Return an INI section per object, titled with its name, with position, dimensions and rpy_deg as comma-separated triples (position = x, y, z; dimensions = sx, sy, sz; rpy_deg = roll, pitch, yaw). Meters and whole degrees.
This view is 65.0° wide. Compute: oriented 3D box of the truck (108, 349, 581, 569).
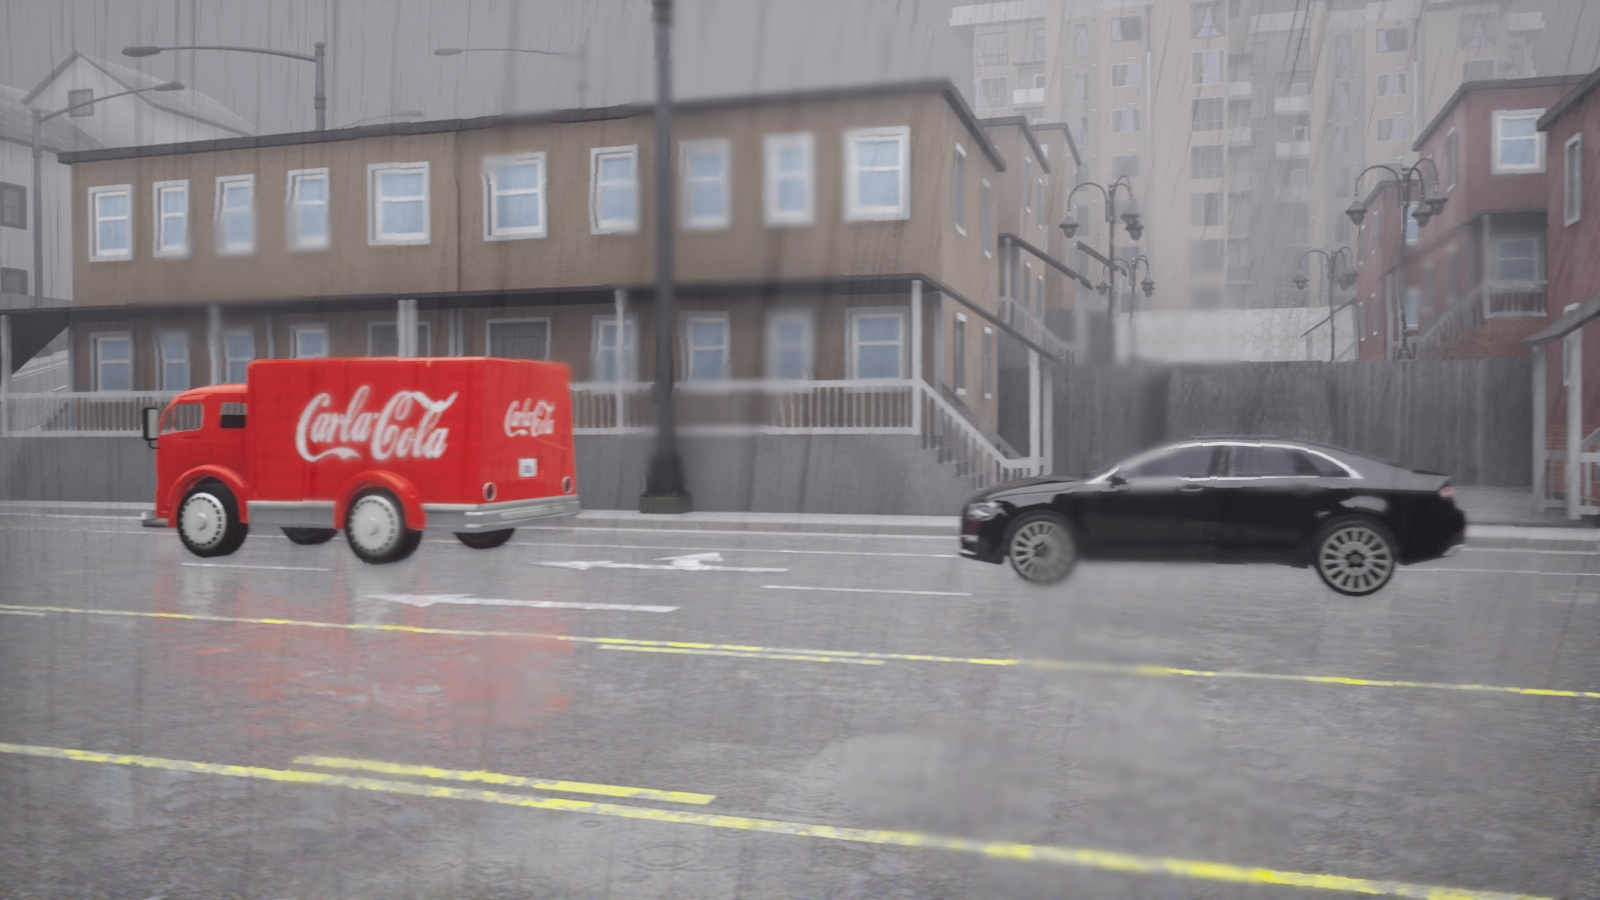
[truck]
position = -5.775, 0.054, 16.155
dimensions = 5.204, 2.467, 2.627
rpy_deg = 1, 1, 18

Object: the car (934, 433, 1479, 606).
[car]
position = 4.019, 0.591, 12.915
dimensions = 4.902, 1.511, 2.128
rpy_deg = 1, 1, 18
